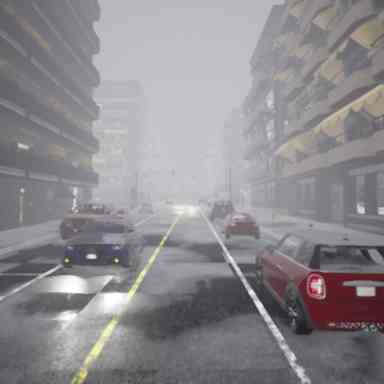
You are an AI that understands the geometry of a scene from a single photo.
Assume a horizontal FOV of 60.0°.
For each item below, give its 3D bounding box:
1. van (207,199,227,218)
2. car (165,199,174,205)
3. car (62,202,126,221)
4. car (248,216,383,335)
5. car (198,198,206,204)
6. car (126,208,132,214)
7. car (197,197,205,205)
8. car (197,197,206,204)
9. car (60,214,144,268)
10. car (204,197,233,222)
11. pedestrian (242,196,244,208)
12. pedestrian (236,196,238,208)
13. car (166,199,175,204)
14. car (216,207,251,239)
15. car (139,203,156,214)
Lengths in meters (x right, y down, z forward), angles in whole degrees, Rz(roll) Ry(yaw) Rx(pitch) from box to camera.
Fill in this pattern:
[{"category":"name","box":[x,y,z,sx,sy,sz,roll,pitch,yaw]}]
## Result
[{"category":"van","box":[2.514,1.643,34.465,1.690,1.788,3.998,1,-1,0]},{"category":"car","box":[-5.385,2.306,78.118,1.947,1.339,4.313,1,-1,0]},{"category":"car","box":[-5.313,1.462,17.918,2.192,1.841,5.009,1,0,0]},{"category":"car","box":[2.542,1.495,6.808,1.967,1.590,4.097,1,0,0]},{"category":"car","box":[2.490,2.326,83.902,1.752,1.417,4.829,1,-1,0]},{"category":"car","box":[-5.325,1.742,23.447,1.887,1.381,4.507,1,-1,0]},{"category":"car","box":[2.500,2.057,78.175,2.192,1.841,5.009,1,-1,0]},{"category":"car","box":[2.487,2.174,89.299,2.192,1.841,5.009,1,-1,0]},{"category":"car","box":[-2.863,1.656,11.460,1.994,1.385,4.181,0,0,0]},{"category":"car","box":[2.520,1.564,28.934,2.192,1.841,5.009,1,-1,0]},{"category":"pedestrian","box":[7.954,1.498,51.813,0.375,1.860,0.375,1,-2,0]},{"category":"pedestrian","box":[6.954,1.572,51.210,0.375,1.860,0.375,1,-2,0]},{"category":"car","box":[-5.390,2.364,83.679,1.947,1.339,4.313,1,-1,0]},{"category":"car","box":[2.527,1.730,17.869,1.802,1.307,4.206,1,-1,0]},{"category":"car","box":[-5.344,1.939,40.040,1.802,1.307,4.206,1,-1,0]}]
